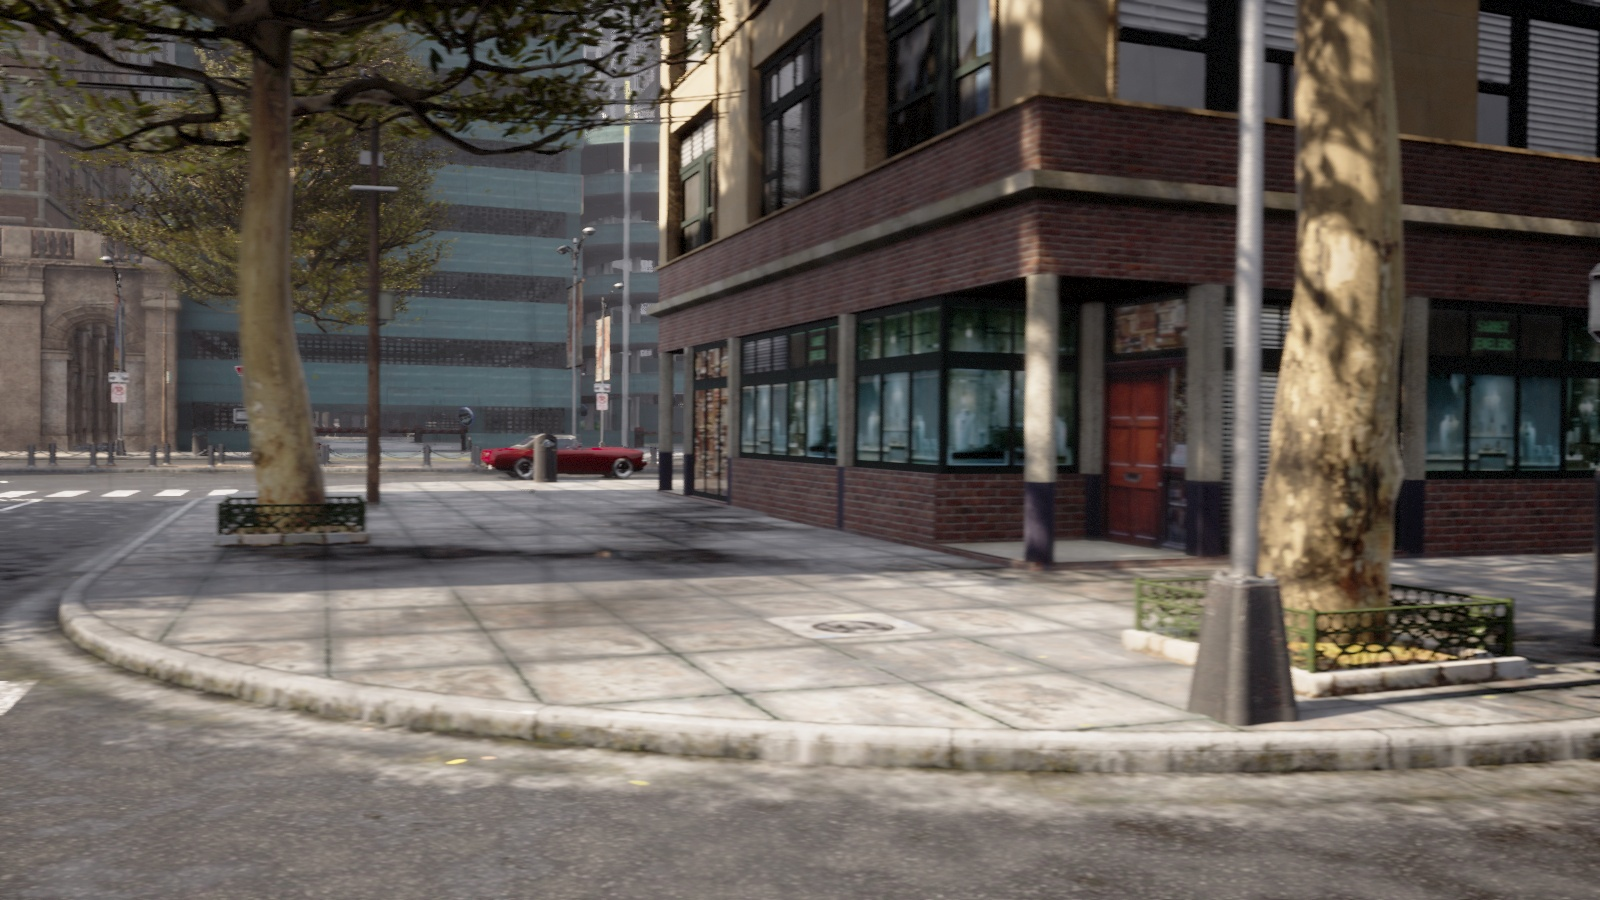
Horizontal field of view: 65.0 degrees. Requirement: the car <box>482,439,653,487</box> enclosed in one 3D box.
[{"bbox_3d":[-6.938,0.360,37.508,4.718,1.301,1.895,-1,1,-22],"label":"car"}]
